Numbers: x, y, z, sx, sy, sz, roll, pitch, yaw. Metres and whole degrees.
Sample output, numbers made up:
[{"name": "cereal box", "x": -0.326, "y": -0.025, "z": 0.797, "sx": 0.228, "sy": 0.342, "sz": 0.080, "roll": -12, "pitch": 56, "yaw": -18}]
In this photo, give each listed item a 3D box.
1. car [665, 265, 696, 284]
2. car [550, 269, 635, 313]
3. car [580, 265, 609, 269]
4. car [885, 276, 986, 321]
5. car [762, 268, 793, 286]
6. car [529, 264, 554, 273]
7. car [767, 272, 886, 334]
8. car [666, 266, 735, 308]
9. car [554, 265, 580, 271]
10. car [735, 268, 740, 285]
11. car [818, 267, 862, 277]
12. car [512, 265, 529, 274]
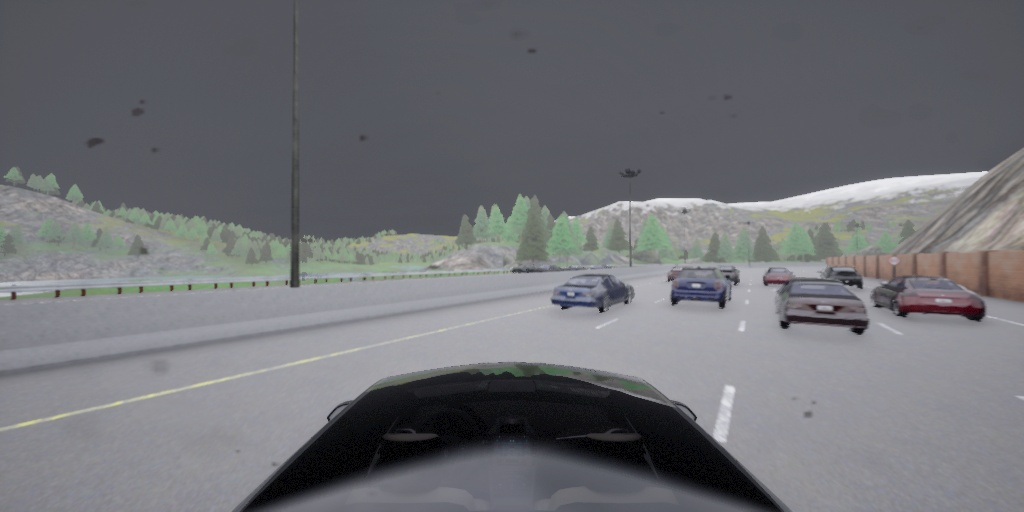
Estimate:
[{"name": "car", "x": 15.212, "y": 1.602, "z": 32.262, "sx": 1.812, "sy": 1.442, "sz": 4.674, "roll": -1, "pitch": -1, "yaw": 34}, {"name": "car", "x": 3.551, "y": 1.446, "z": 15.080, "sx": 2.033, "sy": 1.411, "sz": 5.357, "roll": -1, "pitch": -1, "yaw": 34}, {"name": "car", "x": 10.906, "y": 1.779, "z": 44.957, "sx": 2.033, "sy": 1.411, "sz": 5.357, "roll": -1, "pitch": -1, "yaw": 34}, {"name": "car", "x": 14.937, "y": 1.419, "z": 13.133, "sx": 1.994, "sy": 1.385, "sz": 4.181, "roll": -1, "pitch": -1, "yaw": 34}, {"name": "car", "x": 20.747, "y": 1.580, "z": 27.955, "sx": 1.994, "sy": 1.385, "sz": 4.181, "roll": -1, "pitch": -1, "yaw": 34}, {"name": "car", "x": 4.877, "y": 1.831, "z": 48.534, "sx": 2.033, "sy": 1.411, "sz": 5.357, "roll": -1, "pitch": -1, "yaw": 34}, {"name": "car", "x": 9.360, "y": 1.390, "z": 11.173, "sx": 2.033, "sy": 1.411, "sz": 5.357, "roll": -1, "pitch": -1, "yaw": 34}, {"name": "car", "x": 8.804, "y": 1.259, "z": 16.568, "sx": 2.097, "sy": 1.767, "sz": 4.553, "roll": -1, "pitch": -1, "yaw": 34}, {"name": "car", "x": 7.743, "y": 1.856, "z": 46.521, "sx": 1.895, "sy": 1.301, "sz": 4.718, "roll": -1, "pitch": -1, "yaw": 34}, {"name": "car", "x": 17.565, "y": 1.531, "z": 29.499, "sx": 2.128, "sy": 1.511, "sz": 4.902, "roll": -1, "pitch": -1, "yaw": 34}, {"name": "car", "x": 23.420, "y": 1.489, "z": 25.661, "sx": 1.837, "sy": 1.490, "sz": 4.892, "roll": -1, "pitch": -1, "yaw": 34}, {"name": "car", "x": 1.904, "y": 1.911, "z": 50.375, "sx": 1.895, "sy": 1.301, "sz": 4.718, "roll": -1, "pitch": -1, "yaw": 34}]
